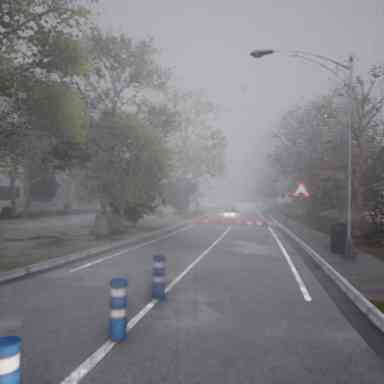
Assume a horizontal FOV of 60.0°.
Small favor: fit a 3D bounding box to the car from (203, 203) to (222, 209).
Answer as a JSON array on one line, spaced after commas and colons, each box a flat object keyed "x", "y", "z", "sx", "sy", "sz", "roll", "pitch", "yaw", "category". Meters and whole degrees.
[{"x": 5.755, "y": 3.956, "z": 93.946, "sx": 5.008, "sy": 1.535, "sz": 2.097, "roll": 1, "pitch": -3, "yaw": 10, "category": "car"}]

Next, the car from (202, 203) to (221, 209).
[{"x": 5.283, "y": 3.816, "z": 91.218, "sx": 4.892, "sy": 1.521, "sz": 2.231, "roll": 1, "pitch": -3, "yaw": 10, "category": "car"}]

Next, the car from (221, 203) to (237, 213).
[{"x": 6.789, "y": 2.811, "z": 58.588, "sx": 2.128, "sy": 1.511, "sz": 4.902, "roll": 1, "pitch": -1, "yaw": 10, "category": "car"}]

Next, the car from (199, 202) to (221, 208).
[{"x": 4.999, "y": 3.681, "z": 88.460, "sx": 5.366, "sy": 1.575, "sz": 1.946, "roll": 1, "pitch": -3, "yaw": 10, "category": "car"}]
